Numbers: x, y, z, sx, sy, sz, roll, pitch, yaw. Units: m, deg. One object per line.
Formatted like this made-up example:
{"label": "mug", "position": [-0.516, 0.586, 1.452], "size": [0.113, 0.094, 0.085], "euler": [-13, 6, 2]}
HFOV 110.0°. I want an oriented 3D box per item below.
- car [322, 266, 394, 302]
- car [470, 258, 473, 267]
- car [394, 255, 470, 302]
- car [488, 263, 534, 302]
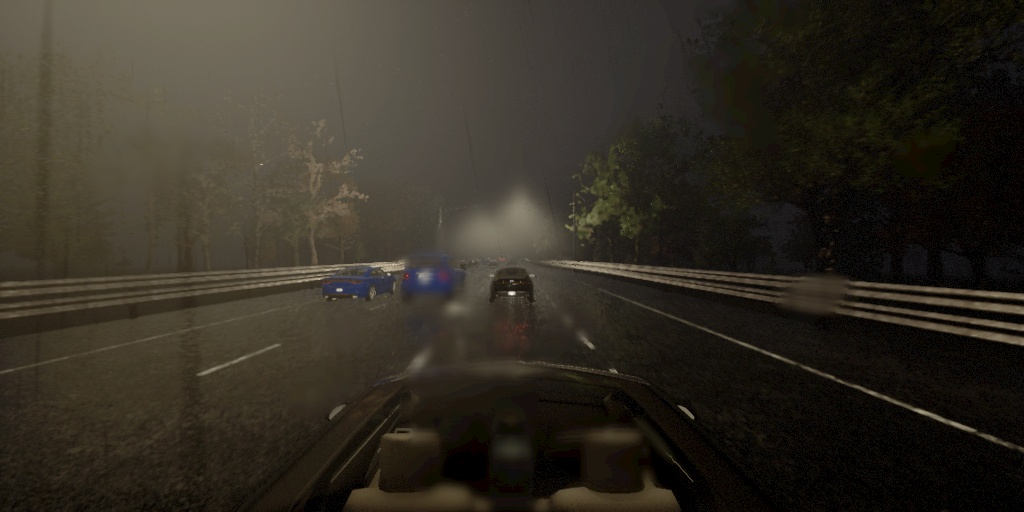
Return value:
{"label": "car", "position": [-7.004, 1.227, 17.026], "size": [1.882, 1.535, 5.008], "euler": [0, 0, 0]}
{"label": "car", "position": [-7.014, 1.248, 48.675], "size": [2.128, 1.511, 4.902], "euler": [0, 0, 0]}
{"label": "car", "position": [-3.505, 0.971, 17.001], "size": [2.150, 2.045, 5.566], "euler": [0, 0, 0]}
{"label": "car", "position": [-0.006, 1.256, 16.875], "size": [1.837, 1.490, 4.892], "euler": [0, 0, 0]}
